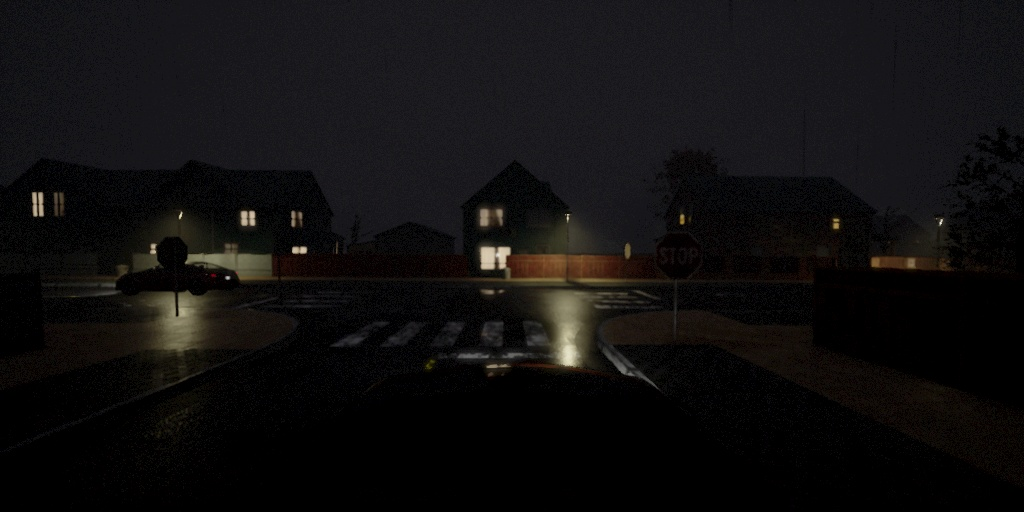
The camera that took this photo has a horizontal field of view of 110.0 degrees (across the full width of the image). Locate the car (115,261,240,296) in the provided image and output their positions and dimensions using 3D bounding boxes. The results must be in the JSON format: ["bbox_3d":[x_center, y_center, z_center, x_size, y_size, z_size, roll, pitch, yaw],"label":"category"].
[{"bbox_3d":[-14.428,0.908,15.638,4.181,1.385,1.994,0,2,-2],"label":"car"}]
